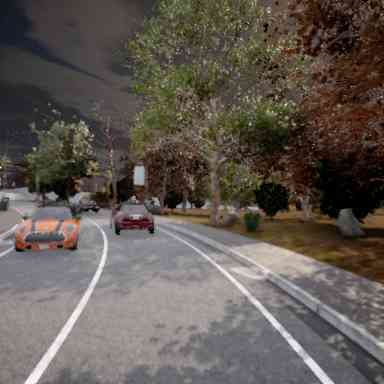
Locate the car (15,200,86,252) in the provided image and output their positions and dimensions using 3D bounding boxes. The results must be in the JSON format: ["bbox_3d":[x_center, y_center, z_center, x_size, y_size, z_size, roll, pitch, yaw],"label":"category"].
[{"bbox_3d":[-5.686,1.308,13.694,2.097,1.767,4.553,1,0,-15],"label":"car"}]

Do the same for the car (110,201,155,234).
[{"bbox_3d":[-3.580,1.366,19.451,2.097,1.767,4.553,1,0,-18],"label":"car"}]

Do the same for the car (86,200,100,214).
[{"bbox_3d":[-11.266,1.515,34.795,1.895,1.301,4.718,3,-1,-34],"label":"car"}]
